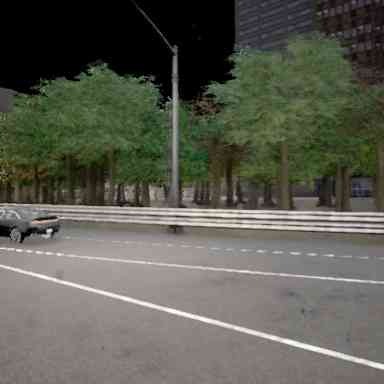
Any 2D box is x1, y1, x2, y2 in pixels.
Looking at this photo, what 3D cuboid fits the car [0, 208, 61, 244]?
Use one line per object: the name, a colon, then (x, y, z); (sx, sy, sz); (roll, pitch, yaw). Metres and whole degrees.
car: (-8.474, 1.511, 15.817); (4.902, 1.511, 2.128); (0, 0, 27)
